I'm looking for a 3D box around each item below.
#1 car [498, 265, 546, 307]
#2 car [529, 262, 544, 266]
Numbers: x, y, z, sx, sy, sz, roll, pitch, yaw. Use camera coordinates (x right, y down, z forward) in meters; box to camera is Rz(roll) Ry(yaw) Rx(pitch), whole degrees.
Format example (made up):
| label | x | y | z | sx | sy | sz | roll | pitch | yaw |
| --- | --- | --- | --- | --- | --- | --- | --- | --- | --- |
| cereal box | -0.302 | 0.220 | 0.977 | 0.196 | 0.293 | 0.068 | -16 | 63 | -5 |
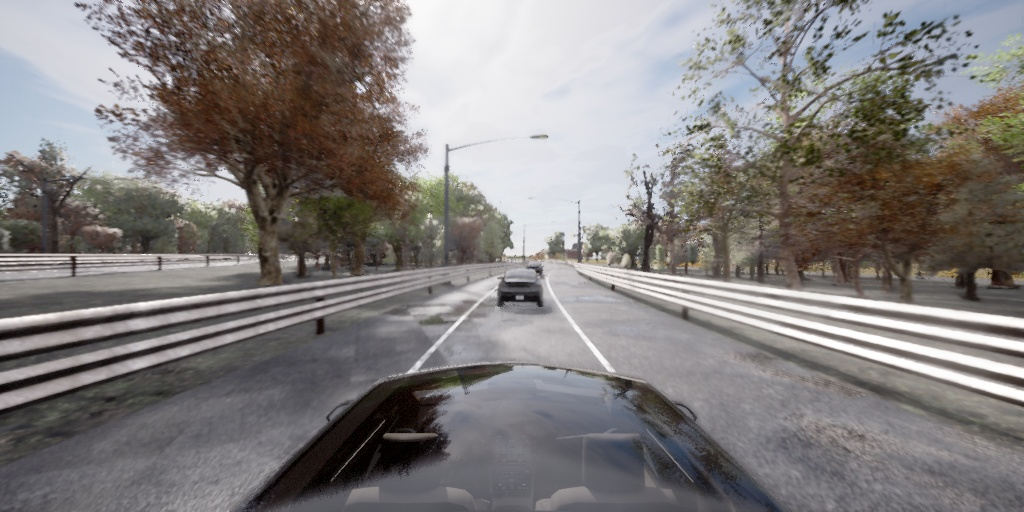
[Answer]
| label | x | y | z | sx | sy | sz | roll | pitch | yaw |
| --- | --- | --- | --- | --- | --- | --- | --- | --- | --- |
| car | 0.416 | 1.332 | 16.046 | 1.837 | 1.490 | 4.892 | 0 | 0 | 3 |
| car | 2.762 | 1.505 | 42.716 | 1.837 | 1.490 | 4.892 | 0 | 0 | 7 |
